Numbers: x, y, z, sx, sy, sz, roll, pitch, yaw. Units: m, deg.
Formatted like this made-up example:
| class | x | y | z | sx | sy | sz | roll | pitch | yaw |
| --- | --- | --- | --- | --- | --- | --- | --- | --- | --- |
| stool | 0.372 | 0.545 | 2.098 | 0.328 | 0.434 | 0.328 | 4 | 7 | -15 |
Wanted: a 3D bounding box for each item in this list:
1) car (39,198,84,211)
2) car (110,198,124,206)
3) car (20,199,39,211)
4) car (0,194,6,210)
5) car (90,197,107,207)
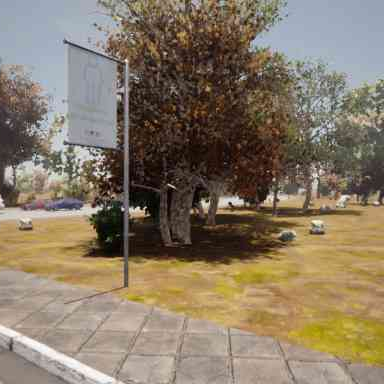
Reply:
| class | x | y | z | sx | sy | sz | roll | pitch | yaw |
| --- | --- | --- | --- | --- | --- | --- | --- | --- | --- |
| car | -15.397 | 1.515 | 40.152 | 1.812 | 1.442 | 4.674 | 0 | 0 | 38 |
| car | -9.193 | 1.556 | 48.090 | 1.895 | 1.301 | 4.718 | 0 | 0 | 37 |
| car | -18.958 | 1.556 | 41.288 | 1.994 | 1.385 | 4.181 | 0 | 0 | 39 |
| car | -21.415 | 1.221 | 32.591 | 2.150 | 2.045 | 5.566 | 0 | 0 | 39 |
| car | -12.699 | 1.466 | 49.274 | 1.837 | 1.490 | 4.892 | 0 | 0 | 38 |
